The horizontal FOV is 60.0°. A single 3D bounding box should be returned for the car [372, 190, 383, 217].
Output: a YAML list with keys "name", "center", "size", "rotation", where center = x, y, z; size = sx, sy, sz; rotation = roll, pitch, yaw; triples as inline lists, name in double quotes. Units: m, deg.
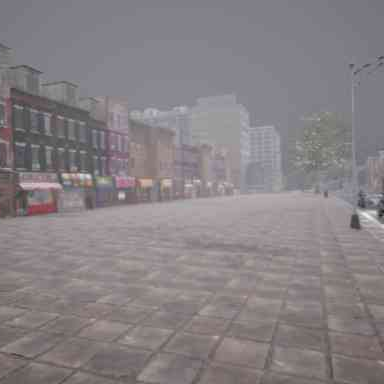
- name: "car"
  center: [11.916, 0.828, 19.109]
  size: [1.812, 1.442, 4.674]
  rotation: [-1, 1, 20]

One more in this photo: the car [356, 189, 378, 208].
- name: "car"
  center: [15.396, 0.499, 28.681]
  size: [2.128, 1.511, 4.902]
  rotation: [-1, 1, 20]
